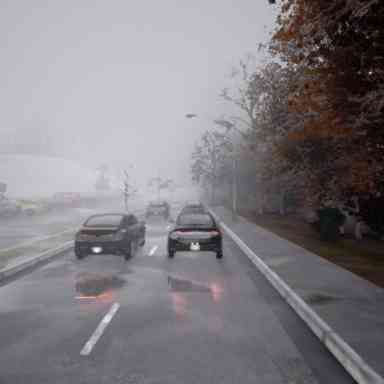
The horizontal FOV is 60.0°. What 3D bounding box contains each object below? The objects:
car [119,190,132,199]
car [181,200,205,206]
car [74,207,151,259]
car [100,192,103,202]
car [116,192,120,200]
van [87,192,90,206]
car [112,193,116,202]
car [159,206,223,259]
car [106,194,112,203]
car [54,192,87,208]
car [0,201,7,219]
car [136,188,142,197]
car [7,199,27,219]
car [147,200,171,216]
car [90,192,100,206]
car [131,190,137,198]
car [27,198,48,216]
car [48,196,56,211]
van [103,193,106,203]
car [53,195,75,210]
[{"bbox_3d":[-16.784,0.944,75.751,4.792,1.488,2.163,-1,1,-20],"label":"car"},{"bbox_3d":[0.110,1.486,29.281,1.837,1.490,4.892,0,0,0],"label":"car"},{"bbox_3d":[-2.898,1.513,12.566,1.837,1.490,4.892,0,0,0],"label":"car"},{"bbox_3d":[-16.829,1.233,51.782,4.892,1.521,2.231,-1,1,-20],"label":"car"},{"bbox_3d":[-16.797,1.103,63.747,4.792,1.488,2.163,-1,1,-20],"label":"car"},{"bbox_3d":[-16.736,1.083,45.857,4.442,1.987,1.878,-1,1,-20],"label":"van"},{"bbox_3d":[-16.821,1.154,60.728,4.674,1.452,2.002,-1,1,-20],"label":"car"},{"bbox_3d":[0.103,1.501,12.695,2.128,1.511,4.902,0,0,0],"label":"car"},{"bbox_3d":[-16.801,1.027,57.754,4.553,1.767,2.185,-1,1,-20],"label":"car"},{"bbox_3d":[-16.874,1.099,42.814,5.566,2.045,2.435,-1,1,-20],"label":"car"},{"bbox_3d":[-16.857,1.534,24.921,4.674,1.452,2.002,-1,0,-20],"label":"car"},{"bbox_3d":[-16.775,0.489,87.762,5.566,2.045,2.435,-1,1,-20],"label":"car"},{"bbox_3d":[-16.886,1.514,27.893,4.792,1.488,2.163,-1,0,-20],"label":"car"},{"bbox_3d":[-2.890,1.473,29.217,2.128,1.511,4.902,0,0,0],"label":"car"},{"bbox_3d":[-16.816,1.020,48.810,5.566,2.045,2.435,-1,1,-20],"label":"car"},{"bbox_3d":[-16.975,0.833,81.674,5.366,1.575,1.946,-1,1,-20],"label":"car"},{"bbox_3d":[-16.684,1.458,30.962,5.366,1.575,1.946,-1,0,-20],"label":"car"},{"bbox_3d":[-16.826,1.472,33.890,4.792,1.488,2.163,-1,0,-20],"label":"car"},{"bbox_3d":[-16.943,0.969,54.718,4.442,1.987,1.878,-1,1,-20],"label":"van"},{"bbox_3d":[-16.843,1.423,39.847,4.674,1.452,2.002,-1,1,-20],"label":"car"}]
